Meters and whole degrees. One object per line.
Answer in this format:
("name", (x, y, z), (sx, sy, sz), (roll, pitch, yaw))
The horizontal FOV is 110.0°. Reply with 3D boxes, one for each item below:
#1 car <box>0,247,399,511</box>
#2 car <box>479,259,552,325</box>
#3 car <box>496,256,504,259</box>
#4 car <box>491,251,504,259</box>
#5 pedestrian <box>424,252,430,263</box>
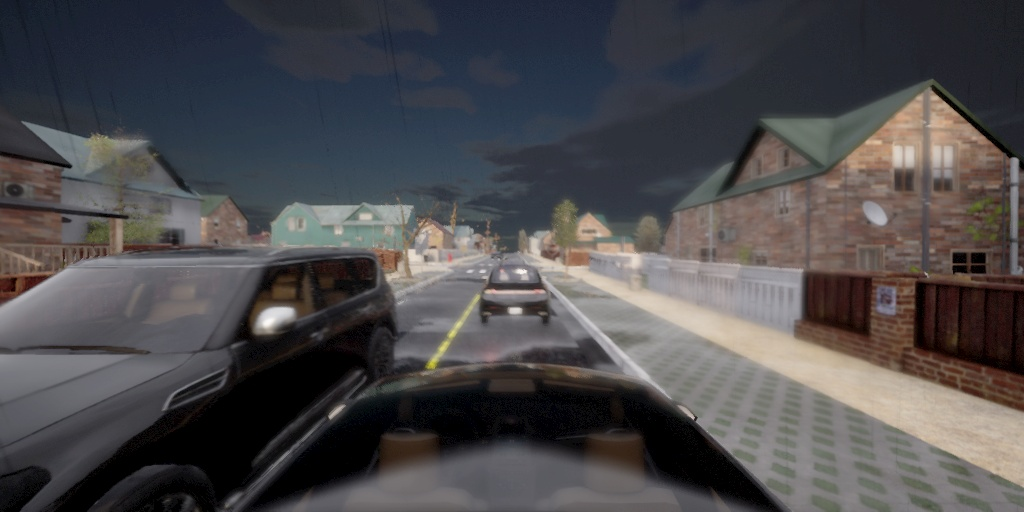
("car", (-2.849, 0.926, 3.496), (2.150, 2.045, 5.566), (0, 1, 0))
("car", (0.091, 1.016, 10.798), (2.128, 1.511, 4.902), (0, 1, 0))
("car", (0.080, 0.846, 22.304), (1.895, 1.301, 4.718), (0, 1, 0))
("car", (-2.776, -0.177, 65.086), (2.033, 1.411, 5.357), (0, 1, 1))
("pedestrian", (-9.631, -0.159, 40.351), (0.375, 1.860, 0.375), (0, -1, 0))
